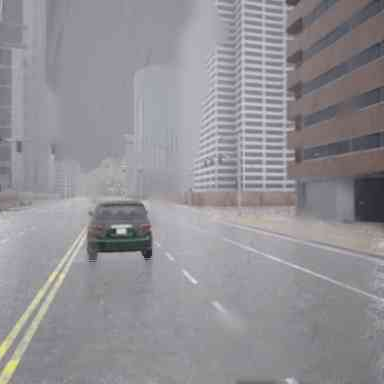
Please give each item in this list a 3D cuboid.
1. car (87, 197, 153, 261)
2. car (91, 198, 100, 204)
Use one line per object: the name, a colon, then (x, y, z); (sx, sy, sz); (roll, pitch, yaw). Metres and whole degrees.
car: (-2.830, 1.322, 12.967); (2.150, 2.045, 5.566); (0, 0, -14)
car: (-22.654, 2.064, 77.968); (1.837, 1.490, 4.892); (0, 0, -14)
